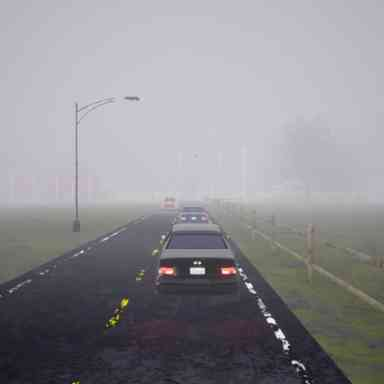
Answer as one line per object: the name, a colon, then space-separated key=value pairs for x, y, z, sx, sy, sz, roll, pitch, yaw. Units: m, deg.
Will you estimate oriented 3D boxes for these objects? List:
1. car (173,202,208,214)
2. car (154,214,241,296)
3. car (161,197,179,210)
car: x=0.101 y=1.556 z=21.493 sx=2.033 sy=1.411 sz=5.357 roll=0 pitch=0 yaw=0
car: x=0.100 y=1.548 z=8.825 sx=2.033 sy=1.411 sz=5.357 roll=0 pitch=0 yaw=0
car: x=-2.747 y=1.444 z=42.452 sx=2.097 sy=1.767 sz=4.553 roll=0 pitch=0 yaw=0
